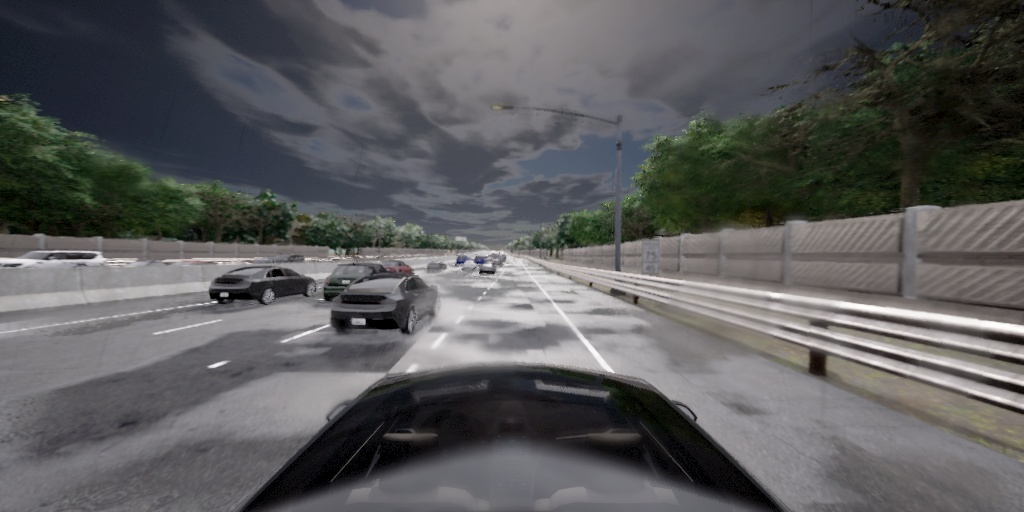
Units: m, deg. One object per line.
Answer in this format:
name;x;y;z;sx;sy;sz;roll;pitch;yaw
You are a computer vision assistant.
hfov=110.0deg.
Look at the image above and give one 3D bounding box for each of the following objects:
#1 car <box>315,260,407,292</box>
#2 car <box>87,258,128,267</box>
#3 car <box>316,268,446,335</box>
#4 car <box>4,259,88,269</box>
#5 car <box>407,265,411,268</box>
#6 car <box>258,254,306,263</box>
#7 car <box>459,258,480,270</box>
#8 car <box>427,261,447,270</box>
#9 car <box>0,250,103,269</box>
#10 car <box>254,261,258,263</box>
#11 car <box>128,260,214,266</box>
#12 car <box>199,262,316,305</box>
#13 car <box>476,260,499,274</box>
car;-6.840;1.103;16.915;2.097;1.767;4.553;1;0;1
car;-24.343;1.027;23.774;1.812;1.442;4.674;1;0;1
car;-3.433;1.265;10.550;1.837;1.490;4.892;1;0;1
car;-27.858;1.033;22.810;1.895;1.301;4.718;1;0;1
car;-10.168;1.159;31.331;2.097;1.767;4.553;1;0;1
car;-27.576;0.787;43.761;2.150;2.045;5.566;1;0;1
car;-6.477;1.412;55.364;1.812;1.442;4.674;1;0;0
car;-10.022;1.355;48.181;2.128;1.511;4.902;1;0;0
car;-31.324;0.609;24.405;2.150;2.045;5.566;1;-1;1
car;-31.039;0.853;46.115;2.097;1.767;4.553;1;0;1
car;-20.854;1.033;23.016;1.882;1.535;5.008;1;0;1
car;-10.364;1.183;15.387;1.837;1.490;4.892;1;0;1
car;-3.043;1.552;45.740;1.994;1.385;4.181;1;0;0
